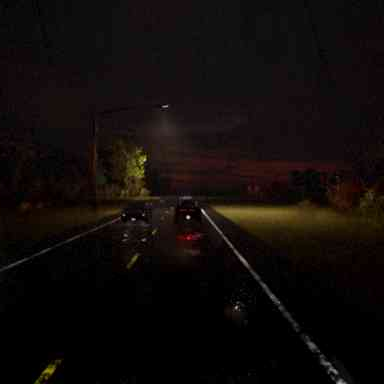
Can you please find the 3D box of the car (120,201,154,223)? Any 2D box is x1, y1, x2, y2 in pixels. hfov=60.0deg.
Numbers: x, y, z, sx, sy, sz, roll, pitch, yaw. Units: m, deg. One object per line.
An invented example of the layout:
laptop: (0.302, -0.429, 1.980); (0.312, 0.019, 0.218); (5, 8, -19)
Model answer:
car: (-3.903, 1.388, 24.503); (2.033, 1.411, 5.357); (0, 0, -1)

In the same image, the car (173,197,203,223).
car: (-0.291, 1.349, 23.919); (1.837, 1.490, 4.892); (0, 1, -1)
